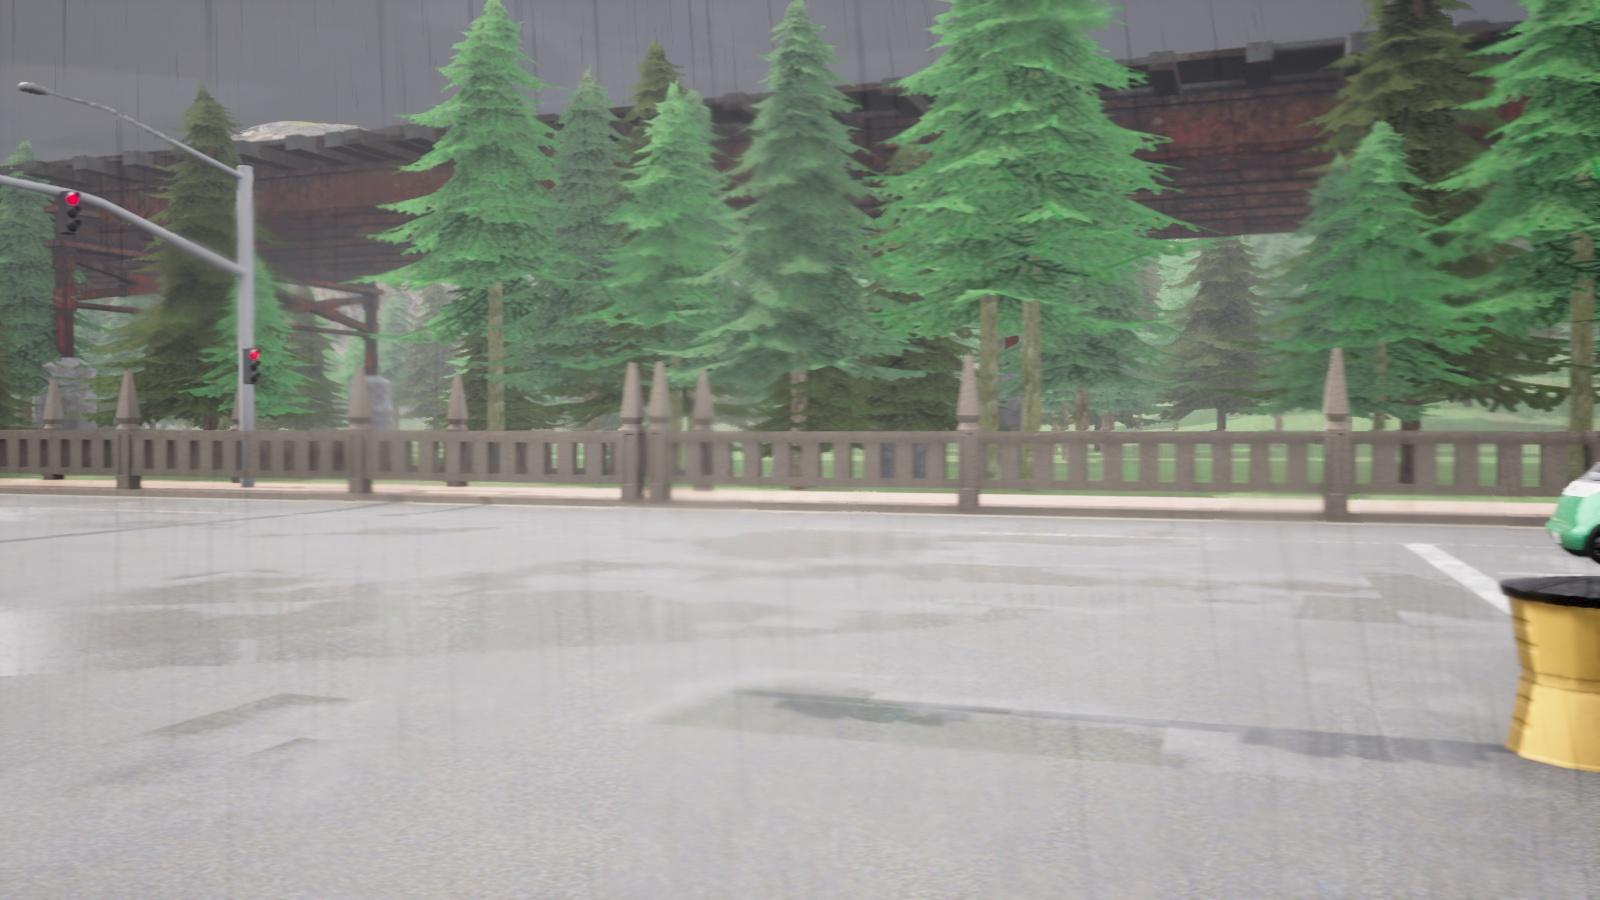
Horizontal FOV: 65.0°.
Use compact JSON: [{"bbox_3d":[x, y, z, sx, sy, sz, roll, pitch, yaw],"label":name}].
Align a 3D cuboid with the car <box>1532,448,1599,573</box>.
[{"bbox_3d":[9.960,0.699,14.612,2.207,1.376,1.481,1,1,19],"label":"car"}]
